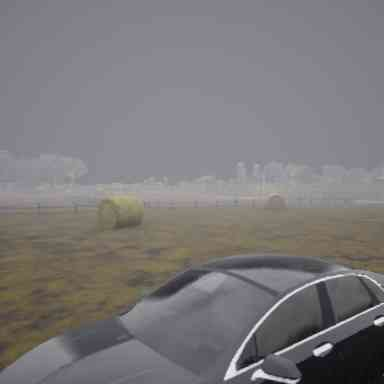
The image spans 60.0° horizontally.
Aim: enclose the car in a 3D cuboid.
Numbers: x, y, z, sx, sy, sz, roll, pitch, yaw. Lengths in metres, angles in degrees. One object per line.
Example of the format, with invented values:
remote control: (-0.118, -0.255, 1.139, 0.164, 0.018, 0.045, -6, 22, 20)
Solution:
car: (0.616, 1.506, 3.476, 4.892, 1.490, 1.837, 0, 0, -35)
